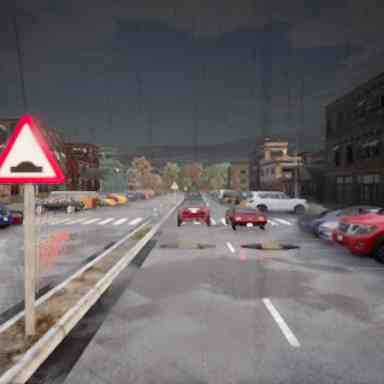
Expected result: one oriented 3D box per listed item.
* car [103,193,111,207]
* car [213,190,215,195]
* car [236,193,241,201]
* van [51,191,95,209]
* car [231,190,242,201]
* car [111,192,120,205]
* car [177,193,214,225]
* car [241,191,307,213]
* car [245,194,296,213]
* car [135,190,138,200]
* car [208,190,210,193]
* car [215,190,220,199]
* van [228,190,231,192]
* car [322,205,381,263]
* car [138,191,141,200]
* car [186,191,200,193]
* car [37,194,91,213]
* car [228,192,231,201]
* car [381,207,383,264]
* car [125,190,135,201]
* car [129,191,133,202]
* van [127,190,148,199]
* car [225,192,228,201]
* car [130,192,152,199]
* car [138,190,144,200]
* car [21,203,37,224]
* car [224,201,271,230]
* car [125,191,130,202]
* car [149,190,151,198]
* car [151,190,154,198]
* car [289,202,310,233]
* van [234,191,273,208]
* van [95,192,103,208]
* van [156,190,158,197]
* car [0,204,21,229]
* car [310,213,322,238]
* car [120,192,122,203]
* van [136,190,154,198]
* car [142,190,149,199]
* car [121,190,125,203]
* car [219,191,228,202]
[{"bbox_3d":[-12.564,1.165,39.758,4.674,1.452,2.002,0,1,0],"label":"car"},{"bbox_3d":[7.675,0.861,74.346,4.892,1.521,2.231,0,0,0],"label":"car"},{"bbox_3d":[7.655,1.198,35.620,5.008,1.535,2.097,0,1,0],"label":"car"},{"bbox_3d":[-12.686,0.950,34.198,4.442,1.987,1.878,0,1,0],"label":"van"},{"bbox_3d":[7.690,0.920,38.500,5.566,2.045,2.435,0,1,0],"label":"car"},{"bbox_3d":[-12.373,1.095,42.537,5.366,1.575,1.946,0,1,0],"label":"car"},{"bbox_3d":[0.115,1.188,22.477,2.097,1.767,4.553,0,0,0],"label":"car"},{"bbox_3d":[7.685,0.999,30.225,5.566,2.045,2.435,0,1,0],"label":"car"},{"bbox_3d":[7.689,1.100,32.862,4.553,1.767,2.185,0,1,0],"label":"car"},{"bbox_3d":[-12.504,0.822,59.210,4.553,1.767,2.185,0,0,0],"label":"car"},{"bbox_3d":[7.684,0.776,90.887,4.892,1.521,2.231,0,0,0],"label":"car"},{"bbox_3d":[7.704,0.687,63.316,5.566,2.045,2.435,0,0,0],"label":"car"},{"bbox_3d":[7.783,0.862,46.773,4.442,1.987,1.878,0,1,0],"label":"van"},{"bbox_3d":[7.618,1.154,10.922,5.566,2.045,2.435,0,0,0],"label":"car"},{"bbox_3d":[-12.529,0.965,61.991,4.674,1.452,2.002,0,0,0],"label":"car"},{"bbox_3d":[0.124,0.885,41.321,2.150,2.045,5.566,0,1,0],"label":"car"},{"bbox_3d":[-12.566,1.203,31.420,4.892,1.521,2.231,0,1,0],"label":"car"},{"bbox_3d":[7.670,1.115,44.017,5.008,1.535,2.097,0,1,0],"label":"car"},{"bbox_3d":[7.614,1.299,8.165,4.553,1.767,2.185,0,0,0],"label":"car"},{"bbox_3d":[-12.508,0.844,56.430,4.553,1.767,2.185,0,1,0],"label":"car"},{"bbox_3d":[-12.549,0.995,53.653,4.892,1.521,2.231,0,1,0],"label":"car"},{"bbox_3d":[-12.397,0.607,75.883,4.442,1.987,1.878,0,0,0],"label":"van"},{"bbox_3d":[7.665,1.101,49.532,4.674,1.452,2.002,0,1,0],"label":"car"},{"bbox_3d":[-12.499,0.805,81.443,4.892,1.521,2.231,0,0,0],"label":"car"},{"bbox_3d":[-12.522,0.905,64.769,4.892,1.521,2.231,0,0,0],"label":"car"},{"bbox_3d":[-12.558,1.330,20.303,4.792,1.488,2.163,0,0,0],"label":"car"},{"bbox_3d":[3.103,1.457,20.110,1.895,1.301,4.718,0,0,0],"label":"car"},{"bbox_3d":[-12.542,1.019,50.877,5.008,1.535,2.097,0,1,0],"label":"car"},{"bbox_3d":[-12.332,0.846,73.105,5.366,1.575,1.946,0,0,0],"label":"car"},{"bbox_3d":[-12.481,0.566,78.661,5.566,2.045,2.435,0,0,0],"label":"car"},{"bbox_3d":[7.620,1.395,16.440,4.792,1.488,2.163,0,0,0],"label":"car"},{"bbox_3d":[7.547,0.917,41.258,4.442,1.987,1.878,0,1,0],"label":"van"},{"bbox_3d":[-12.682,0.925,36.977,4.442,1.987,1.878,0,1,0],"label":"van"},{"bbox_3d":[-12.374,0.533,92.556,4.442,1.987,1.878,0,0,0],"label":"van"},{"bbox_3d":[-12.563,1.073,17.520,5.566,2.045,2.435,0,0,0],"label":"car"},{"bbox_3d":[7.650,1.426,13.682,4.674,1.452,2.002,0,0,0],"label":"car"},{"bbox_3d":[-12.549,1.071,45.317,5.008,1.535,2.097,0,1,0],"label":"car"},{"bbox_3d":[-12.612,0.544,89.779,4.442,1.987,1.878,0,0,0],"label":"van"},{"bbox_3d":[-12.492,0.615,70.326,5.566,2.045,2.435,0,0,0],"label":"car"},{"bbox_3d":[-12.582,0.920,48.094,4.553,1.767,2.185,0,1,0],"label":"car"},{"bbox_3d":[7.484,1.032,52.289,5.366,1.575,1.946,0,1,0],"label":"car"}]
